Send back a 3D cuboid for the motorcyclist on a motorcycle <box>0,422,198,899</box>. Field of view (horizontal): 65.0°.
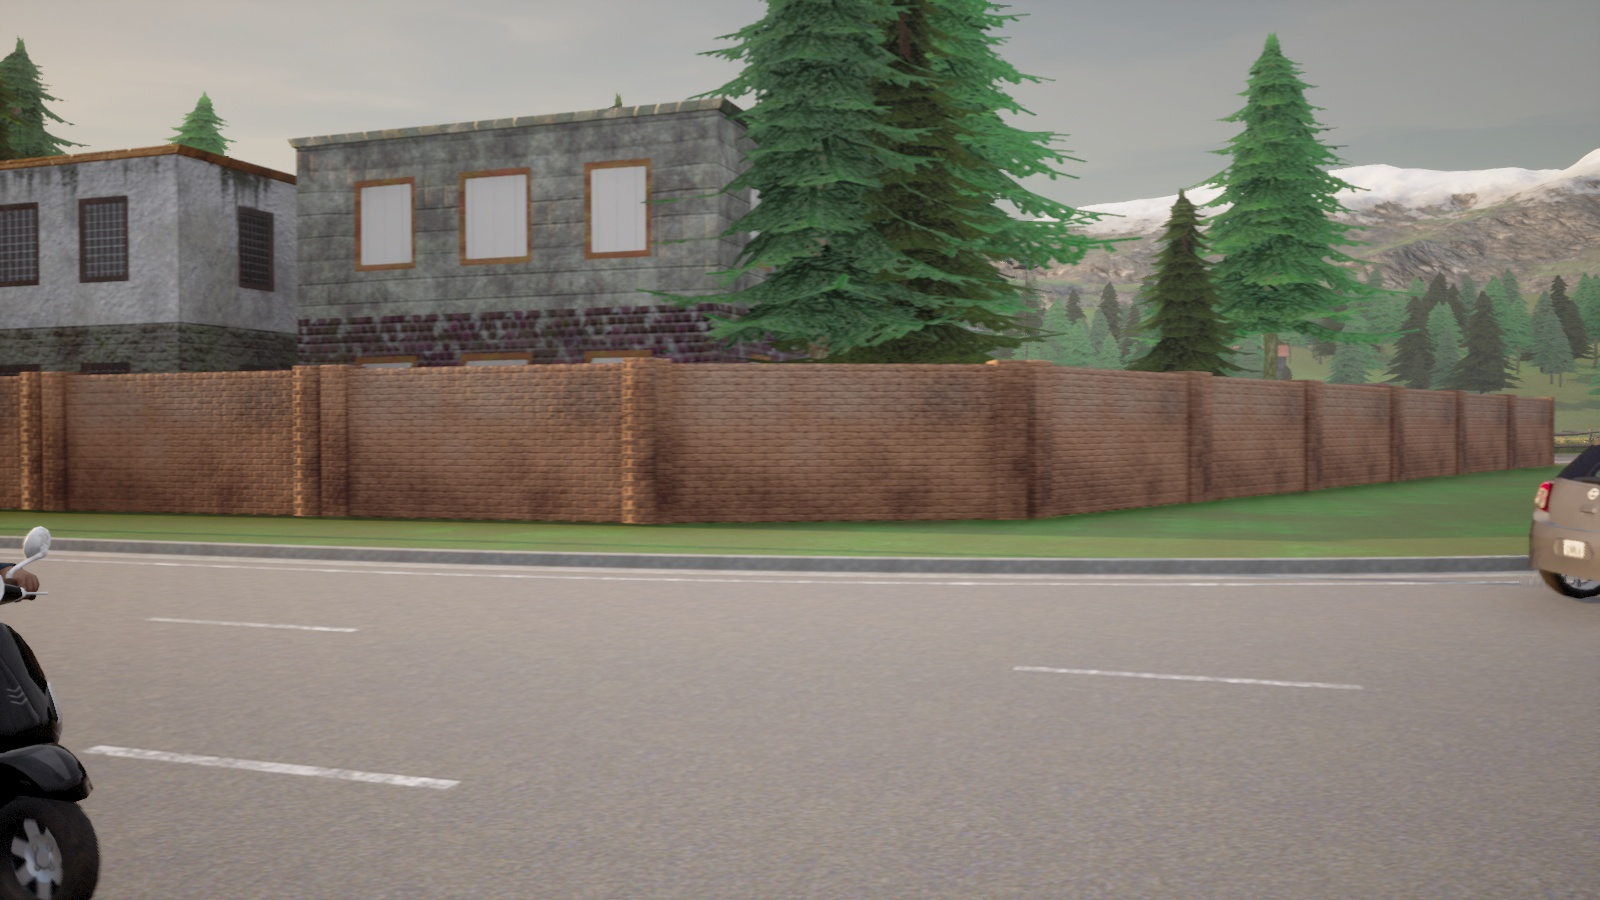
[{"bbox_3d":[-3.089,0.701,4.231,1.817,1.590,0.866,1,1,19],"label":"motorcyclist on a motorcycle"}]

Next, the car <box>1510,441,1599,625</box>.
[{"bbox_3d":[8.408,0.699,10.707,3.633,1.501,1.845,0,1,-1],"label":"car"}]
